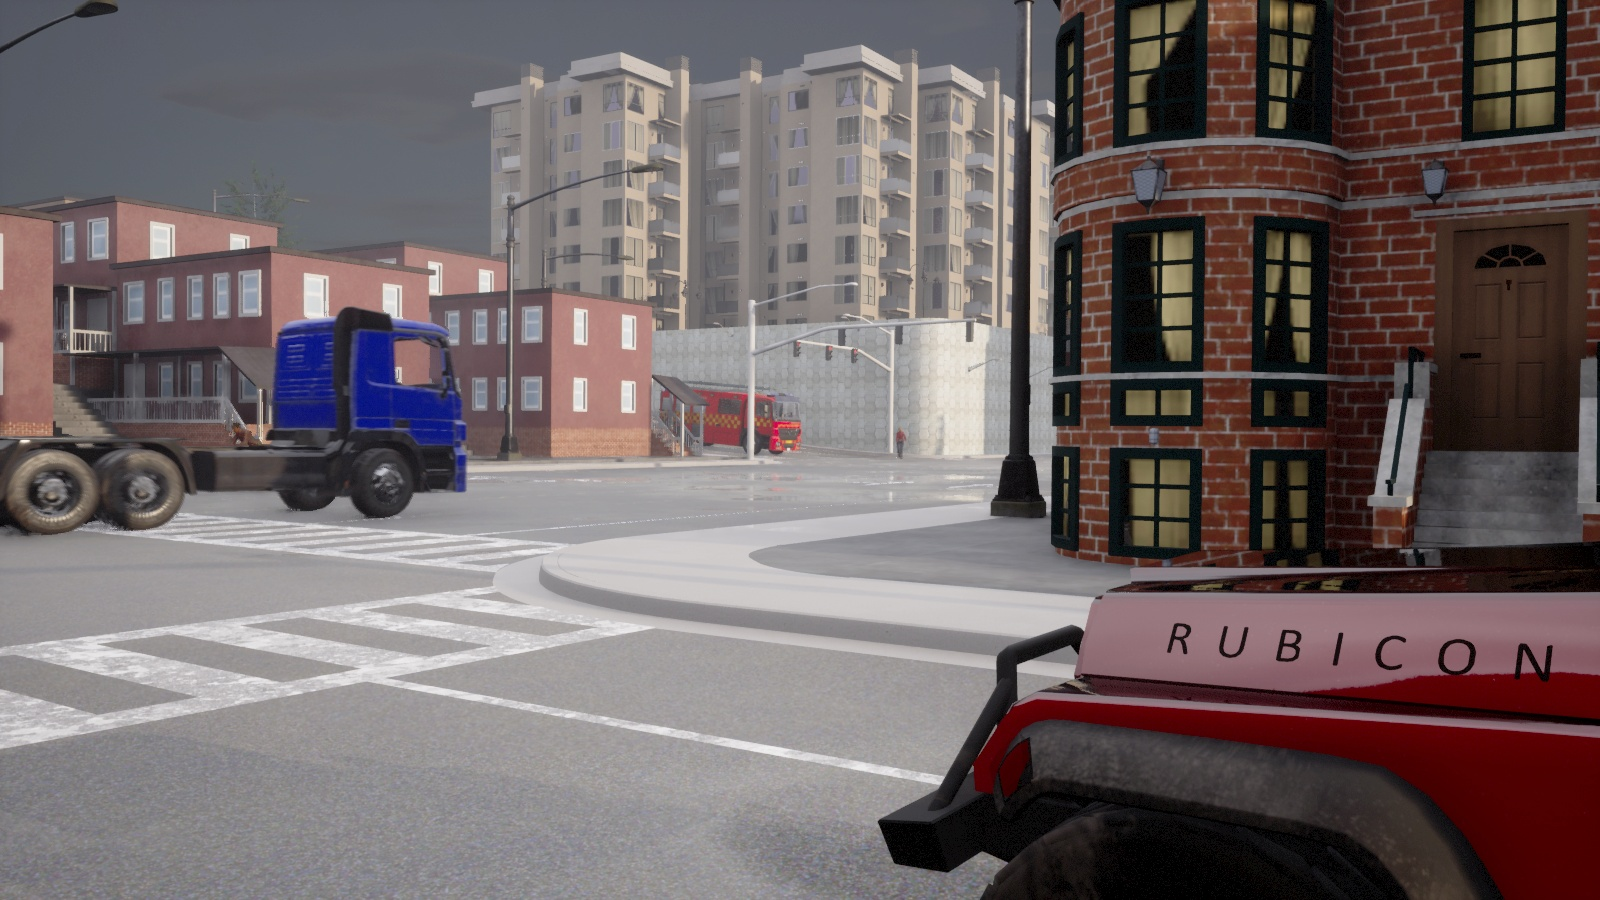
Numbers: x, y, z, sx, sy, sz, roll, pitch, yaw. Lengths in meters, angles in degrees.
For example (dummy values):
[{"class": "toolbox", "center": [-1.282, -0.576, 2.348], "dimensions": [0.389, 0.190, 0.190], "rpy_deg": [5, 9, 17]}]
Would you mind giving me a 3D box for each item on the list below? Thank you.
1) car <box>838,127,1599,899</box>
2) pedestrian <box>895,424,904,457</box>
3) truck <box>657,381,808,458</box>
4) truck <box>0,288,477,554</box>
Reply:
[{"class": "car", "center": [2.219, 0.478, 2.153], "dimensions": [3.866, 1.878, 1.905], "rpy_deg": [0, 1, 33]}, {"class": "pedestrian", "center": [5.610, -0.517, 70.503], "dimensions": [0.331, 1.846, 0.636], "rpy_deg": [0, 1, 20]}, {"class": "truck", "center": [-4.007, -1.806, 72.816], "dimensions": [8.468, 3.827, 2.891], "rpy_deg": [6, 4, 33]}, {"class": "truck", "center": [-9.345, -0.438, 19.890], "dimensions": [2.891, 3.462, 7.936], "rpy_deg": [0, 1, 40]}]
